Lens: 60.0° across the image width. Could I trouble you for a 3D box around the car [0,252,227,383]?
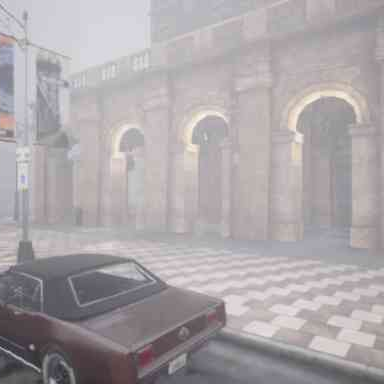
[{"bbox_3d":[-1.970,1.607,4.966,4.718,1.301,1.895,0,0,35],"label":"car"}]
